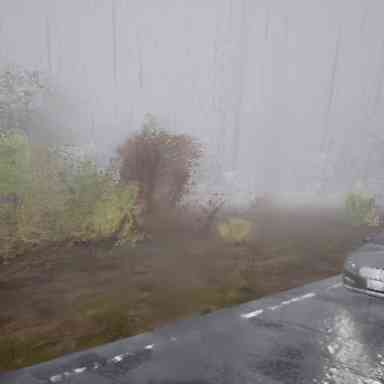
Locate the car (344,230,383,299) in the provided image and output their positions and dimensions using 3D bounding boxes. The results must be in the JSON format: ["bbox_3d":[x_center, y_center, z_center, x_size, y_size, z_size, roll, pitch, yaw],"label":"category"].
[{"bbox_3d":[5.396,1.495,7.807,4.902,1.511,2.128,0,0,-39],"label":"car"}]
